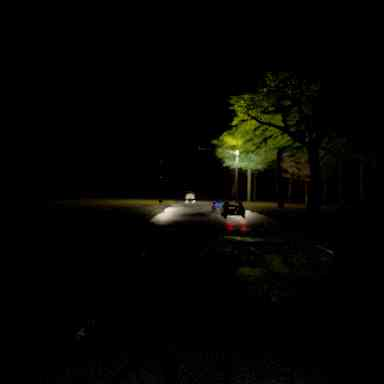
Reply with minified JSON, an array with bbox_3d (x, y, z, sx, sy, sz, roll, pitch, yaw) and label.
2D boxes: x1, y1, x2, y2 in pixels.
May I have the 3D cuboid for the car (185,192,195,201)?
[{"bbox_3d":[-0.463,0.951,79.056,2.150,2.045,5.566,0,0,-1],"label":"car"}]

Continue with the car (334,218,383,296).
[{"bbox_3d":[4.561,1.251,5.837,2.150,2.045,5.566,0,0,0],"label":"car"}]

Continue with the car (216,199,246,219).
[{"bbox_3d":[3.553,1.493,29.411,2.128,1.511,4.902,0,0,0],"label":"car"}]

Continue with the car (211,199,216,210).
[{"bbox_3d":[3.453,1.533,41.884,2.033,1.411,5.357,0,0,0],"label":"car"}]
